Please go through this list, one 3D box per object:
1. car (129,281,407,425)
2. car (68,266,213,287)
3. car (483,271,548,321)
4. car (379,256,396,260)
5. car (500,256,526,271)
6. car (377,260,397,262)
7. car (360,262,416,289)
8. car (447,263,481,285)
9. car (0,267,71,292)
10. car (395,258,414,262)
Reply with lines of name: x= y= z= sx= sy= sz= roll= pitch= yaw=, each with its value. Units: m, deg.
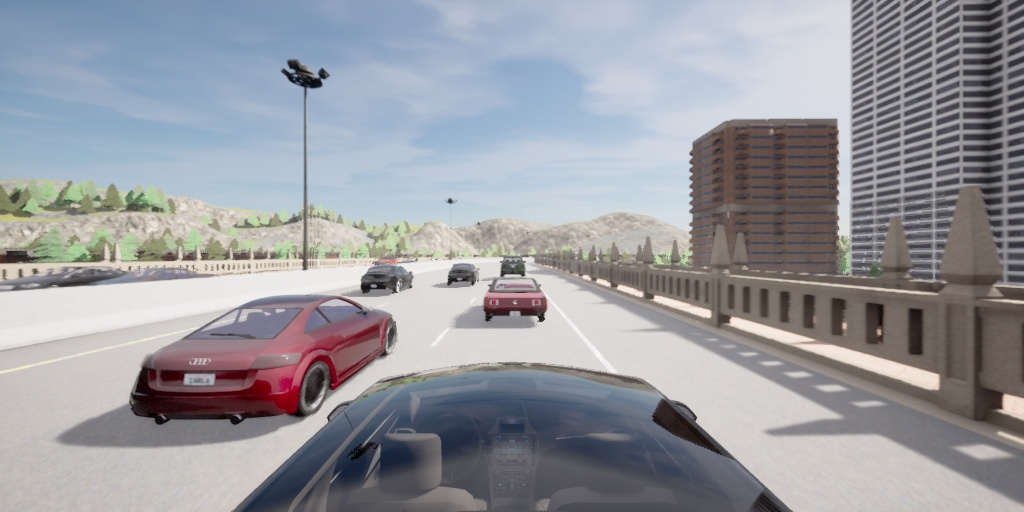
car: x=-3.406 y=1.315 z=5.914 sx=1.994 sy=1.385 sz=4.181 roll=0 pitch=0 yaw=0
car: x=-17.603 y=1.301 z=17.805 sx=2.033 sy=1.411 sz=5.357 roll=0 pitch=0 yaw=0
car: x=0.094 y=1.353 z=12.423 sx=1.895 sy=1.301 sz=4.718 roll=0 pitch=0 yaw=0
car: x=-21.039 y=1.037 z=60.604 sx=2.150 sy=2.045 sz=5.566 roll=0 pitch=0 yaw=0
car: x=0.080 y=0.977 z=32.128 sx=2.150 sy=2.045 sz=5.566 roll=0 pitch=0 yaw=0
car: x=-14.080 y=1.358 z=37.703 sx=1.895 sy=1.301 sz=4.718 roll=0 pitch=0 yaw=0
car: x=-6.912 y=1.258 z=20.346 sx=1.837 sy=1.490 sz=4.892 roll=0 pitch=0 yaw=0
car: x=-3.416 y=1.259 z=25.777 sx=1.837 sy=1.490 sz=4.892 roll=0 pitch=0 yaw=0
car: x=-21.104 y=1.245 z=17.297 sx=2.128 sy=1.511 sz=4.902 roll=0 pitch=0 yaw=0
car: x=-17.539 y=1.315 z=60.637 sx=2.033 sy=1.411 sz=5.357 roll=0 pitch=0 yaw=0
